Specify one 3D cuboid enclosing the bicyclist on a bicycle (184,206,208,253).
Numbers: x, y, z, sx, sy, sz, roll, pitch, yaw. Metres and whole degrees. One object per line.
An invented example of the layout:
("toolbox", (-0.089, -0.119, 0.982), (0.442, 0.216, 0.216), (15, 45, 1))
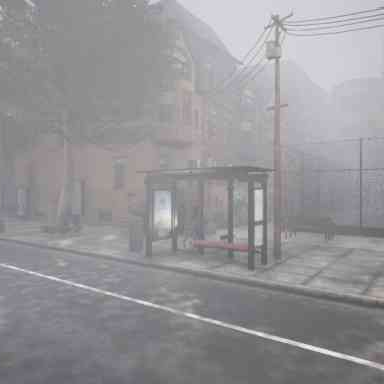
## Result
("bicyclist on a bicycle", (0.207, 1.337, 11.927), (0.582, 1.620, 1.656), (-2, -5, 35))
